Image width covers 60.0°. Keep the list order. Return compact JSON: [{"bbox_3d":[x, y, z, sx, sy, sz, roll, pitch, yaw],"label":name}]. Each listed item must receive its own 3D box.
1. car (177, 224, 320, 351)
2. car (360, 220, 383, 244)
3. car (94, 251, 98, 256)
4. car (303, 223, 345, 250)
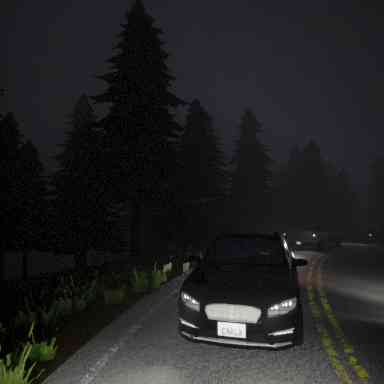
[{"bbox_3d":[1.138,1.562,6.634,2.128,1.511,4.902,-1,-2,15],"label":"car"},{"bbox_3d":[15.921,3.231,26.500,5.566,2.045,2.150,8,-8,-28],"label":"car"},{"bbox_3d":[-20.225,13.650,73.014,4.181,1.381,1.994,-2,-5,31],"label":"car"},{"bbox_3d":[6.538,2.312,17.760,1.895,1.301,4.718,-3,-6,39],"label":"car"}]
